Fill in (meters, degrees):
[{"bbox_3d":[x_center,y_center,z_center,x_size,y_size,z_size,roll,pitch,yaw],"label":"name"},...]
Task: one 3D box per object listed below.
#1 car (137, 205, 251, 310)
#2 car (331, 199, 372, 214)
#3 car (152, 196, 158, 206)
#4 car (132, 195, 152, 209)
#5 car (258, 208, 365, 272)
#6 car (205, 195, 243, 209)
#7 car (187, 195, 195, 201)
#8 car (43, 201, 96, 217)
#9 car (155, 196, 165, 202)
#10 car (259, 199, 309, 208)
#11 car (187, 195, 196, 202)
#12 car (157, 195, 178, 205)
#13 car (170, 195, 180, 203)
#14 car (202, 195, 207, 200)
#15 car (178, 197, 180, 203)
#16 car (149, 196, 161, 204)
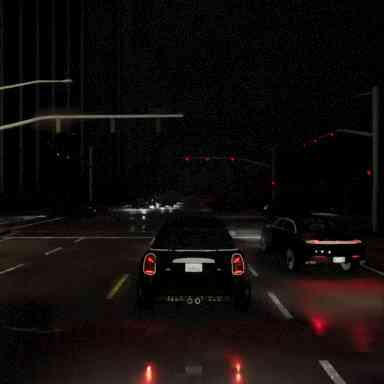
[{"bbox_3d":[0.043,1.352,7.992,2.097,1.767,4.553,0,0,0],"label":"car"},{"bbox_3d":[17.047,1.560,34.680,4.892,1.490,1.837,0,0,0],"label":"car"},{"bbox_3d":[-7.184,1.352,55.399,2.097,1.767,4.553,0,0,0],"label":"car"},{"bbox_3d":[-7.175,1.526,46.496,1.812,1.442,4.674,0,0,0],"label":"car"},{"bbox_3d":[3.600,1.492,10.801,2.128,1.511,4.902,0,0,-3],"label":"car"},{"bbox_3d":[4.024,1.492,39.664,1.882,1.535,5.008,-3,2,-31],"label":"car"},{"bbox_3d":[-0.156,1.540,88.255,2.033,1.411,5.357,0,0,0],"label":"car"},{"bbox_3d":[-11.404,1.570,31.069,4.674,1.442,1.812,0,0,0],"label":"car"},{"bbox_3d":[-7.131,1.594,74.238,1.895,1.301,4.718,0,0,0],"label":"car"},{"bbox_3d":[8.439,1.388,30.747,4.553,1.767,2.097,0,0,-6],"label":"car"},{"bbox_3d":[-0.137,1.478,77.906,1.882,1.535,5.008,0,0,0],"label":"car"},{"bbox_3d":[-3.678,1.547,50.817,2.033,1.411,5.357,0,0,0],"label":"car"},{"bbox_3d":[-3.624,1.500,70.530,1.837,1.490,4.892,0,0,0],"label":"car"},{"bbox_3d":[3.485,1.352,60.541,2.097,1.767,4.553,0,0,0],"label":"car"},{"bbox_3d":[-3.678,1.491,60.320,2.128,1.511,4.902,0,0,0],"label":"car"},{"bbox_3d":[-7.164,1.526,64.195,1.812,1.442,4.674,0,0,0],"label":"car"}]
